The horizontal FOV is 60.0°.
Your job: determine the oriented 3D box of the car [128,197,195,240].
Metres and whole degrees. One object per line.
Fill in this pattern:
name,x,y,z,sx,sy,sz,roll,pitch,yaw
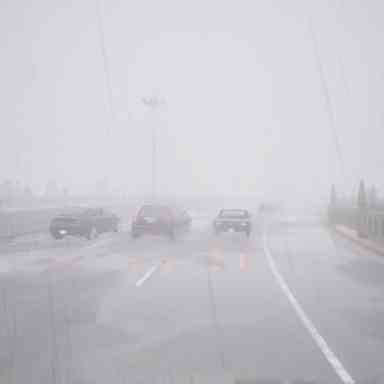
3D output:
car,-1.430,1.335,17.037,2.097,1.767,4.553,0,0,11

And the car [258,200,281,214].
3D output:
car,8.257,1.540,35.428,1.812,1.442,4.674,0,0,24

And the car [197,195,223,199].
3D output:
car,3.416,1.332,55.456,2.097,1.767,4.553,0,0,34

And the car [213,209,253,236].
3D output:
car,2.432,1.600,18.636,1.895,1.301,4.718,0,0,13

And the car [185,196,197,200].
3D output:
car,-0.535,1.452,55.874,2.128,1.511,4.902,0,0,33

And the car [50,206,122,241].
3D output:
car,-5.092,1.471,16.639,1.837,1.490,4.892,0,0,11
